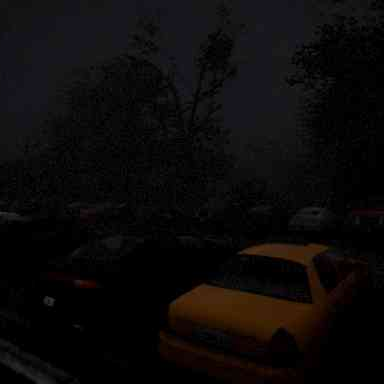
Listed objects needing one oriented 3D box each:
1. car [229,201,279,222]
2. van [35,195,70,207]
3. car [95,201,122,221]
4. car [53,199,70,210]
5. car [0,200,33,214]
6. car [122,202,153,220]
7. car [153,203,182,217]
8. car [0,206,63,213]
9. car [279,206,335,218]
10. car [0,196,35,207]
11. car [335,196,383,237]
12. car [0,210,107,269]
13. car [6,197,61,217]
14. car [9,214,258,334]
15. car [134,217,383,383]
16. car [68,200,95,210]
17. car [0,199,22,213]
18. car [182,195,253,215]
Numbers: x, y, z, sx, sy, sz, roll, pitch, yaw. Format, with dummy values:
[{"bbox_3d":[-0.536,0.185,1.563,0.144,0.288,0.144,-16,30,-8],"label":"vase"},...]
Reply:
[{"bbox_3d":[4.430,1.479,19.363,2.097,1.535,5.008,0,0,35],"label":"car"},{"bbox_3d":[-13.671,1.325,32.361,1.878,1.987,4.442,0,0,35],"label":"van"},{"bbox_3d":[-4.656,1.512,25.809,2.097,1.535,5.008,0,0,35],"label":"car"},{"bbox_3d":[-9.197,1.571,29.037,2.002,1.452,4.674,0,0,35],"label":"car"},{"bbox_3d":[-20.539,1.636,37.108,2.002,1.452,4.674,-1,0,35],"label":"car"},{"bbox_3d":[-2.398,1.532,24.178,2.163,1.488,4.792,0,0,35],"label":"car"},{"bbox_3d":[-0.093,1.522,22.614,2.163,1.488,4.792,0,0,35],"label":"car"},{"bbox_3d":[-7.554,1.492,11.829,2.231,1.521,4.892,0,0,35],"label":"car"},{"bbox_3d":[6.601,1.514,17.825,2.002,1.452,4.674,0,0,35],"label":"car"},{"bbox_3d":[-9.825,1.250,13.481,2.435,2.045,5.566,0,0,35],"label":"car"},{"bbox_3d":[8.957,1.220,16.121,2.435,2.045,5.566,0,0,35],"label":"car"},{"bbox_3d":[-5.286,1.513,10.190,2.163,1.488,4.792,0,0,35],"label":"car"},{"bbox_3d":[-16.022,1.438,33.853,2.185,1.767,4.553,0,0,35],"label":"car"},{"bbox_3d":[-0.699,1.473,6.964,2.097,1.535,5.008,0,0,35],"label":"car"},{"bbox_3d":[1.695,1.468,5.499,1.946,1.575,5.366,0,0,35],"label":"car"},{"bbox_3d":[-7.032,1.519,27.275,1.946,1.575,5.366,0,0,35],"label":"car"},{"bbox_3d":[-22.807,1.617,38.727,2.097,1.535,5.008,-1,0,35],"label":"car"},{"bbox_3d":[2.143,1.233,20.957,2.435,2.045,5.566,0,0,35],"label":"car"}]
